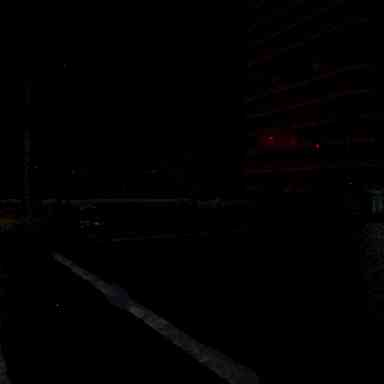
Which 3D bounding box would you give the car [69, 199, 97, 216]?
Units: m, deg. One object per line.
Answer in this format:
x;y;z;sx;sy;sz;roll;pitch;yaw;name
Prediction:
-11.085;1.490;33.543;1.812;1.442;4.674;1;0;-35;car
